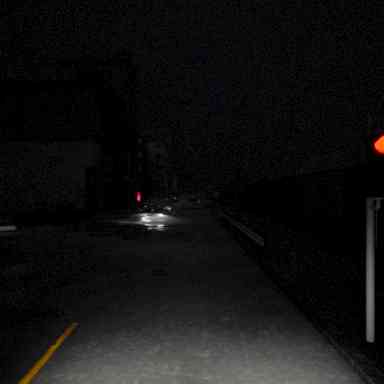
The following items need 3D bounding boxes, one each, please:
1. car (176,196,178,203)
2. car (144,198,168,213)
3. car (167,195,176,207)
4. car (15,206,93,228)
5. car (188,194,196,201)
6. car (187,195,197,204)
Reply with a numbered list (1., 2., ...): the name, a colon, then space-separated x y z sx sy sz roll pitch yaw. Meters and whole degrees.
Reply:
1. car: -3.978 1.351 67.381 2.097 1.767 4.553 0 0 0
2. car: -4.070 1.600 36.508 1.895 1.301 4.718 0 0 0
3. car: -4.059 1.564 52.176 1.994 1.385 4.181 0 0 0
4. car: -9.326 1.601 22.572 4.718 1.301 1.895 0 0 -34
5. car: 0.044 1.309 76.733 1.882 1.535 5.008 0 0 0
6. car: 0.040 1.491 66.313 2.128 1.511 4.902 0 0 0
